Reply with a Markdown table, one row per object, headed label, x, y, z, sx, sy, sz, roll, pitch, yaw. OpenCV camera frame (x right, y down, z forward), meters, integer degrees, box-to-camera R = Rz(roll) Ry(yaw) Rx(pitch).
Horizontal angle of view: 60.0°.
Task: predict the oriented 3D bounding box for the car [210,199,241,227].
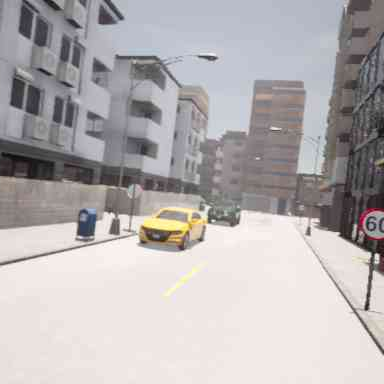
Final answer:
| label | x | y | z | sx | sy | sz | roll | pitch | yaw |
| --- | --- | --- | --- | --- | --- | --- | --- | --- | --- |
| car | 2.803 | 1.621 | 27.705 | 2.150 | 2.045 | 5.566 | 7 | 0 | 15 |

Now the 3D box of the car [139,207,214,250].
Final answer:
| label | x | y | z | sx | sy | sz | roll | pitch | yaw |
| --- | --- | --- | --- | --- | --- | --- | --- | --- | --- |
| car | -0.657 | 1.441 | 14.648 | 1.882 | 1.535 | 5.008 | 7 | 0 | 15 |
